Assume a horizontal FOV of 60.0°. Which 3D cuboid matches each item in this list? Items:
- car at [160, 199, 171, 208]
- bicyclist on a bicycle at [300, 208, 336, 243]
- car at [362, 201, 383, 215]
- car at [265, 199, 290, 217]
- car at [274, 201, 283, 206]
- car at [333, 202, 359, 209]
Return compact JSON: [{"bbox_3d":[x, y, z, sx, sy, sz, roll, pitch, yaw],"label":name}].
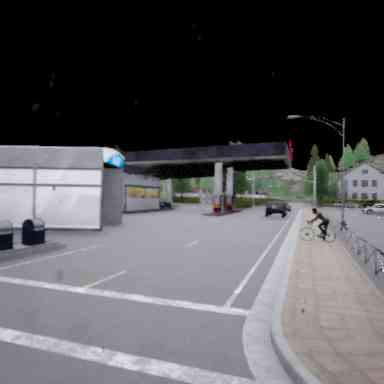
[{"bbox_3d":[-5.336,2.123,59.108,2.242,1.667,4.611,1,-1,18],"label":"car"},{"bbox_3d":[6.082,1.614,16.067,1.656,1.620,0.582,0,-1,19],"label":"bicyclist on a bicycle"},{"bbox_3d":[25.133,2.367,44.917,3.806,1.475,1.970,1,-1,18],"label":"car"},{"bbox_3d":[10.020,1.890,39.504,2.150,2.045,5.566,1,-1,19],"label":"car"},{"bbox_3d":[23.896,3.102,91.762,2.033,1.411,5.357,1,-1,19],"label":"car"},{"bbox_3d":[32.303,2.774,69.881,4.902,1.511,2.128,1,-1,19],"label":"car"}]
